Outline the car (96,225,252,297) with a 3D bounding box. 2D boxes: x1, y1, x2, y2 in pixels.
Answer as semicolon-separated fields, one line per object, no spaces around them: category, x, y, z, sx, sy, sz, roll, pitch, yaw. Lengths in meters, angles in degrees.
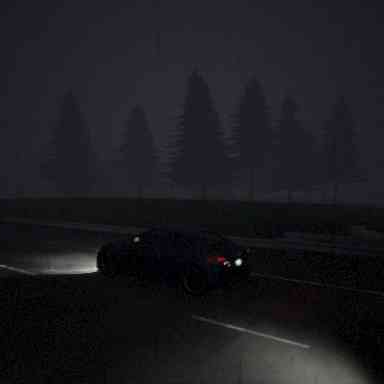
car;-0.572;1.563;8.697;4.181;1.385;1.994;0;0;35
